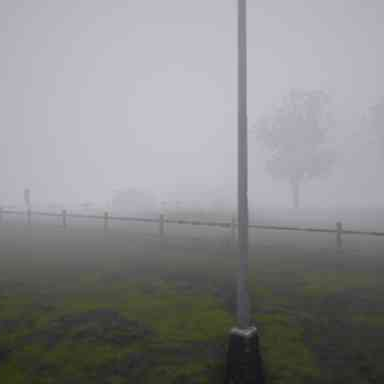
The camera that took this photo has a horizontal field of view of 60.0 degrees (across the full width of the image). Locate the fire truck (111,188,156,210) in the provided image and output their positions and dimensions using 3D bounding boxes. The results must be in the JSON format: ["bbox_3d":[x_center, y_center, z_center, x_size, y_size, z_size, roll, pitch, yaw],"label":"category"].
[{"bbox_3d":[-10.255,1.262,58.971,2.891,3.827,8.468,-2,-2,36],"label":"fire truck"}]
